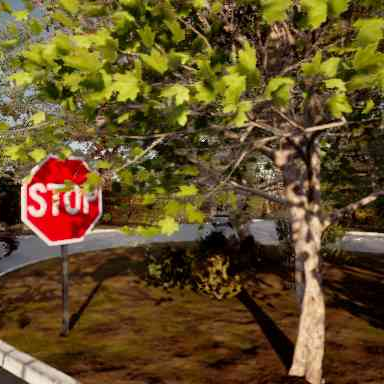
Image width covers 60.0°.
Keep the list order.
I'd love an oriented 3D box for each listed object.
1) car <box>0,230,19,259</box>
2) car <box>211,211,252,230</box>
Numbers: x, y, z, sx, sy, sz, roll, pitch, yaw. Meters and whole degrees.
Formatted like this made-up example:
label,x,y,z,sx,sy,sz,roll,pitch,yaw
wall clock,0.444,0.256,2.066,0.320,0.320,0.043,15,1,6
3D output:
label,x,y,z,sx,sy,sz,roll,pitch,yaw
car,-8.559,1.642,11.292,1.882,1.535,5.008,-2,-3,35
car,3.459,2.341,28.207,2.128,1.511,4.902,-2,-3,35
